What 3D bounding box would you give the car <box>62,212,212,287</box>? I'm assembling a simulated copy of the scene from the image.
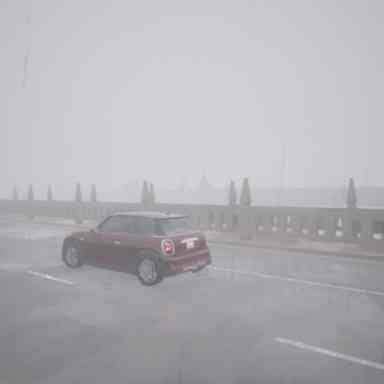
[{"bbox_3d":[-1.753,1.352,9.630,4.553,1.767,2.097,0,0,36],"label":"car"}]
